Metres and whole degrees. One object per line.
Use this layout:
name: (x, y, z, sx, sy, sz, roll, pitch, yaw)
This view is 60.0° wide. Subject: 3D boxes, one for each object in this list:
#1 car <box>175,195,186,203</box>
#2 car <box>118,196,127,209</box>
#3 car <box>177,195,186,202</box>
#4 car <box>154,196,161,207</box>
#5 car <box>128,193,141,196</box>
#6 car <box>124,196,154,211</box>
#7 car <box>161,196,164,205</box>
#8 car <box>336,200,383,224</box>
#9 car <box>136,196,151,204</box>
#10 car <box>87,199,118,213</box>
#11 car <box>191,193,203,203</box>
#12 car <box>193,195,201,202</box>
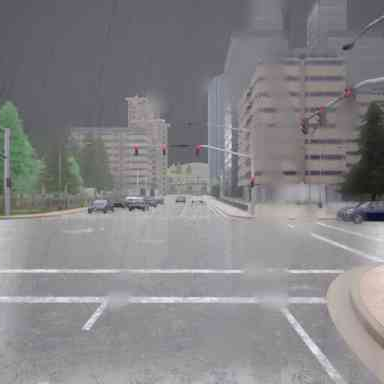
car: (-2.349, 1.564, 68.332, 1.994, 1.385, 4.181, 0, 0, 1)
car: (-9.773, 1.601, 45.494, 1.895, 1.301, 4.718, 0, 0, 1)
car: (-2.361, 1.478, 77.288, 1.882, 1.535, 5.008, 0, 0, 1)
car: (-6.231, 1.564, 49.479, 1.994, 1.385, 4.181, 0, 0, 0)
car: (-9.660, 1.221, 55.454, 2.150, 2.045, 5.566, 0, 0, 1)
car: (-6.325, 1.547, 40.272, 2.033, 1.411, 5.357, 0, 0, 1)
car: (-6.105, 1.477, 59.936, 1.882, 1.535, 5.008, 0, 0, 0)
car: (12.948, 1.352, 24.066, 4.553, 1.767, 2.097, 0, 0, 1)
car: (-9.511, 1.491, 65.686, 2.128, 1.511, 4.902, 0, 0, 1)
car: (-9.847, 1.526, 36.394, 1.812, 1.442, 4.674, 0, 0, 1)
car: (1.037, 1.221, 66.915, 2.150, 2.045, 5.566, 0, 0, 1)
car: (1.132, 1.521, 76.600, 1.812, 1.442, 4.674, 0, 0, 1)
